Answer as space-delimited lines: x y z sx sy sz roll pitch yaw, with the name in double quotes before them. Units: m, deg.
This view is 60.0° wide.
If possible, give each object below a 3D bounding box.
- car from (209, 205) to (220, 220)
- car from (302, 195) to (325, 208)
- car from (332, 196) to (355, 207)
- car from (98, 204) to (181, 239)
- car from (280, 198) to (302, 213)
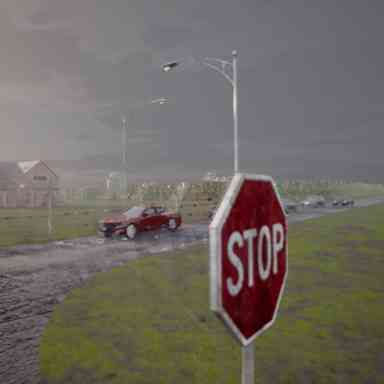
"car" 3.179 1.375 25.582 2.128 1.511 4.902 -1 0 37
"car" 15.094 1.167 41.484 2.128 1.511 4.902 -1 0 37
"car" 19.397 1.202 42.390 1.895 1.301 4.718 -1 0 37
"car" -2.657 1.464 17.762 1.882 1.535 5.008 -1 0 37
"car" 9.110 1.344 33.513 1.994 1.385 4.181 -1 0 37
